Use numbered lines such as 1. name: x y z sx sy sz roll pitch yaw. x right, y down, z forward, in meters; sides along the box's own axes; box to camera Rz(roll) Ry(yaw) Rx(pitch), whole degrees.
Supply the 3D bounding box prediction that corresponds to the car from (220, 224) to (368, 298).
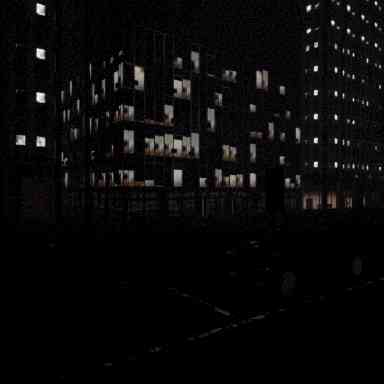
1. car: 2.728 1.545 8.507 4.507 1.381 1.887 0 0 -36
